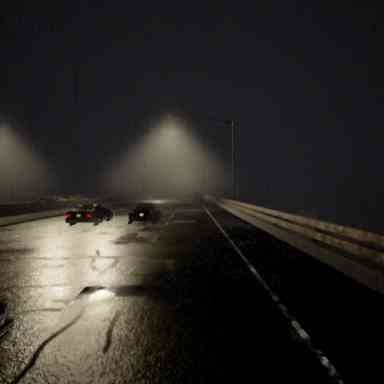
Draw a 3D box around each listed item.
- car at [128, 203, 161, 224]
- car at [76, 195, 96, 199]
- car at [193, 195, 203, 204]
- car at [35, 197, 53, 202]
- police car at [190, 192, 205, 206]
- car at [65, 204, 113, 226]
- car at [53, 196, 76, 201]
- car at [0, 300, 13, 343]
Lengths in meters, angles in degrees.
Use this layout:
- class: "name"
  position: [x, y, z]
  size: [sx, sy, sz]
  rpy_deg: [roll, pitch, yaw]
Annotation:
- class: "car"
  position: [-3.404, 1.510, 24.449]
  size: [1.994, 1.385, 4.181]
  rpy_deg: [0, 0, 0]
- class: "car"
  position: [-17.555, 1.350, 56.674]
  size: [1.882, 1.535, 5.008]
  rpy_deg: [0, 0, 0]
- class: "car"
  position: [1.040, 1.338, 62.733]
  size: [1.882, 1.535, 5.008]
  rpy_deg: [0, 0, 0]
- class: "car"
  position: [-24.540, 1.474, 55.946]
  size: [1.895, 1.301, 4.718]
  rpy_deg: [0, 0, 1]
- class: "police car"
  position: [1.041, 1.308, 52.843]
  size: [1.930, 1.638, 5.238]
  rpy_deg: [0, 0, 0]
- class: "car"
  position: [-6.904, 1.497, 22.740]
  size: [2.033, 1.411, 5.357]
  rpy_deg: [0, 0, 0]
- class: "car"
  position: [-21.050, 1.351, 56.131]
  size: [1.882, 1.535, 5.008]
  rpy_deg: [0, 0, 1]
- class: "car"
  position: [-3.400, 1.542, 2.133]
  size: [2.033, 1.411, 5.357]
  rpy_deg: [0, 0, 0]
